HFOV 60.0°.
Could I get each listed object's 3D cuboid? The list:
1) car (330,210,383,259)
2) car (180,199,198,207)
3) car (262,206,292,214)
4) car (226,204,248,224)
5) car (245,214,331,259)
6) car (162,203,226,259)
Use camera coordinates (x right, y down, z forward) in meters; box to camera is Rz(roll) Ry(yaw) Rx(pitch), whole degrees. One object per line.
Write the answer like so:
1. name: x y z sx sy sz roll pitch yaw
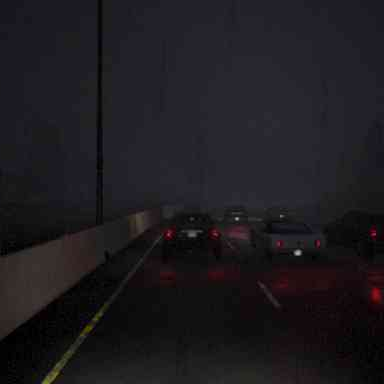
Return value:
1. car: 7.021 1.504 13.404 2.097 1.767 4.553 0 -1 0
2. car: -0.575 2.279 68.917 1.837 1.490 4.892 0 -1 25
3. car: 7.164 1.884 28.162 1.994 1.385 4.181 0 -1 4
4. car: 3.661 1.828 28.256 1.837 1.490 4.892 0 0 4
5. car: 3.519 1.752 13.231 1.895 1.301 4.718 0 -1 0
6. car: 0.021 1.504 13.403 2.097 1.767 4.553 0 -1 0
